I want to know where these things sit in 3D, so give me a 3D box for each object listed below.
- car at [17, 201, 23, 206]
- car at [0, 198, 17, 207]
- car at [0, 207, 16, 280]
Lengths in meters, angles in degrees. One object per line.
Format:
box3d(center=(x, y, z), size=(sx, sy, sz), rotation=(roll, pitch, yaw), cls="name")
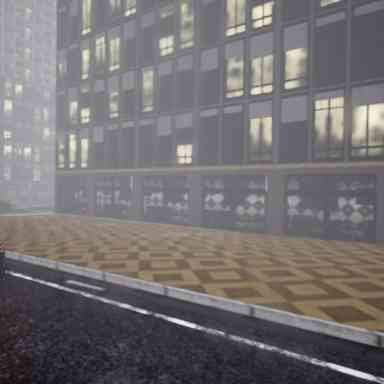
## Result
box3d(center=(-25.219, 1.431, 44.310), size=(1.752, 1.417, 4.829), rotation=(1, 0, 36), cls="car")
box3d(center=(-21.723, 1.345, 34.934), size=(2.192, 1.841, 5.009), rotation=(1, 0, 36), cls="car")
box3d(center=(-6.721, 1.305, 8.468), size=(4.553, 1.767, 2.097), rotation=(0, 0, 36), cls="car")
